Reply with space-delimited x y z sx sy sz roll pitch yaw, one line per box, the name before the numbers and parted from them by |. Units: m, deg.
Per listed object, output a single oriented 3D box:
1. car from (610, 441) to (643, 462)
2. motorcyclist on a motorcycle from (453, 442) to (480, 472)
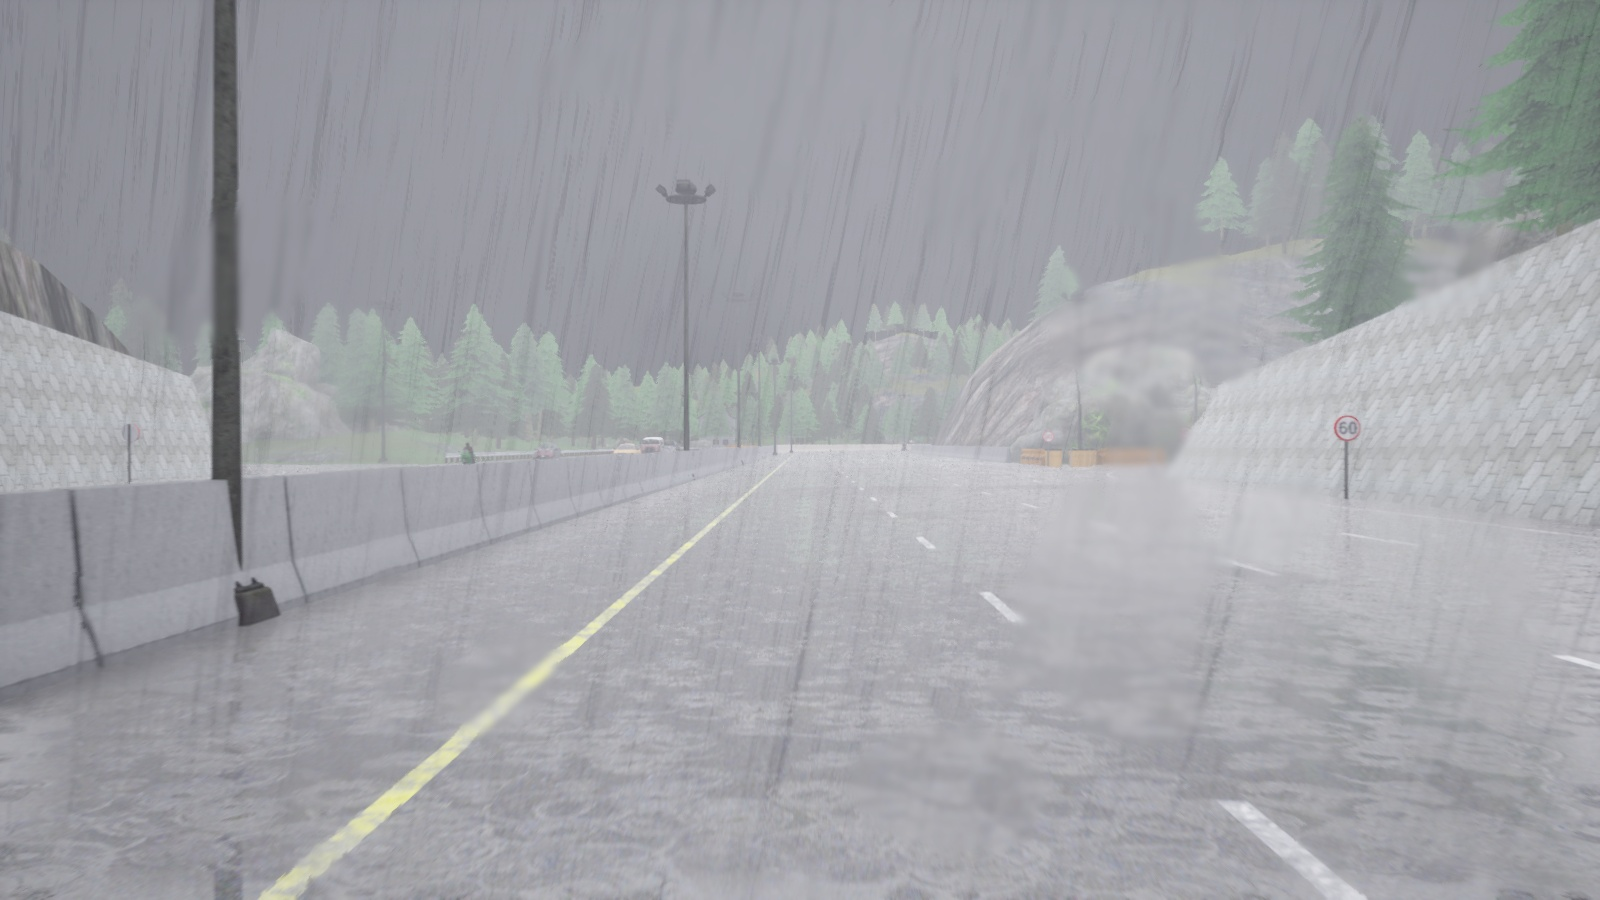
car | -13.430 0.124 97.690 1.801 1.575 5.366 0 0 0
motorcyclist on a motorcycle | -17.118 0.351 64.494 0.797 1.523 2.044 0 0 0
